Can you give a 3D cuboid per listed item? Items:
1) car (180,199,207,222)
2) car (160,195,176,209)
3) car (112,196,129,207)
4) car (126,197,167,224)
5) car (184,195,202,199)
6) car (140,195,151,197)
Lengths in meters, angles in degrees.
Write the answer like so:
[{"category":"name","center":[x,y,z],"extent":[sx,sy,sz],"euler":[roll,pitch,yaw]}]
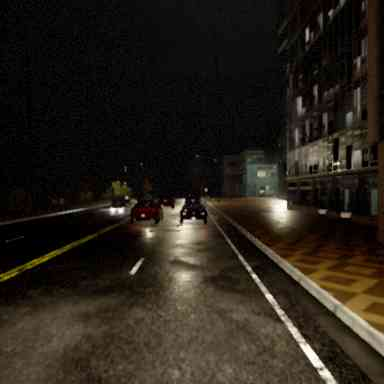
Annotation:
[{"category":"car","center":[0.107,1.463,24.375],"extent":[1.895,1.301,4.718],"euler":[0,0,0]},{"category":"car","center":[-3.136,1.119,41.247],"extent":[2.097,1.767,4.553],"euler":[0,0,0]},{"category":"car","center":[-9.735,1.261,45.984],"extent":[2.128,1.511,4.902],"euler":[0,0,0]},{"category":"car","center":[-3.143,1.343,23.845],"extent":[1.882,1.535,5.008],"euler":[0,0,0]},{"category":"car","center":[0.113,1.118,41.400],"extent":[2.097,1.767,4.553],"euler":[0,0,0]},{"category":"car","center":[-6.485,1.180,45.983],"extent":[2.128,1.511,4.902],"euler":[0,0,0]}]
